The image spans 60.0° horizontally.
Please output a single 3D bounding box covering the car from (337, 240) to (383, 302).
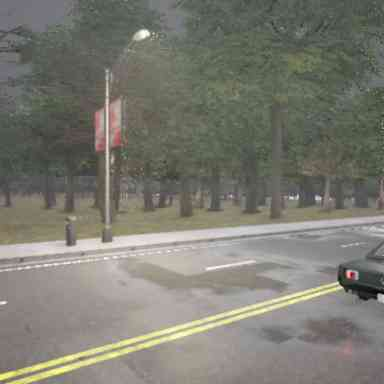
[{"bbox_3d":[5.287,1.645,7.245,4.718,1.301,1.895,0,0,-36],"label":"car"}]
